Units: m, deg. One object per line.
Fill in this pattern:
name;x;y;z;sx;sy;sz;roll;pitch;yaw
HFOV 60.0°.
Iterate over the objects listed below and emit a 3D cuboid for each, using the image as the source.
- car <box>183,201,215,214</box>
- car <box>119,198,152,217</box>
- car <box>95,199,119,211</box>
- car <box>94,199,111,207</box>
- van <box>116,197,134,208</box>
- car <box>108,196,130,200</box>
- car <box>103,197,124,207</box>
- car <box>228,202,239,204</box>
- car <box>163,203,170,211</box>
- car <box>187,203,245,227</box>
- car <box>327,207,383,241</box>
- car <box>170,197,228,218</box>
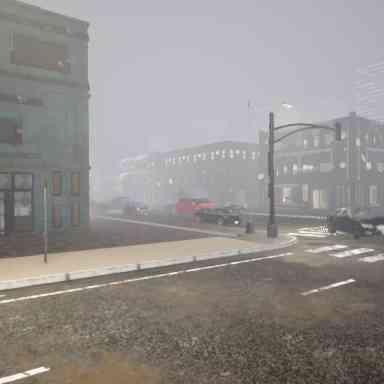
car;0.782;1.903;41.659;1.802;1.307;4.206;-2;0;-35
car;-6.051;1.846;36.802;1.967;1.590;4.097;-1;0;-35
car;-13.202;2.158;51.466;1.895;1.301;4.718;-1;0;-35
car;-18.456;2.227;68.730;1.887;1.381;4.507;-1;0;-35
van;-12.048;1.906;59.706;1.690;1.788;3.998;-1;0;-35
car;-12.082;1.774;55.297;2.150;2.045;5.566;-1;0;-35
car;-15.255;1.939;64.218;2.192;1.841;5.009;-1;0;-35
car;3.987;1.809;37.146;2.008;1.369;4.403;-2;0;-35
car;-2.423;1.965;46.170;1.802;1.307;4.206;-2;0;-35
car;1.890;1.814;25.421;1.947;1.339;4.313;-2;0;-35
car;8.425;1.515;16.753;2.128;1.511;4.902;0;-1;2
car;0.549;1.512;31.995;2.150;2.045;5.566;-1;0;-35
